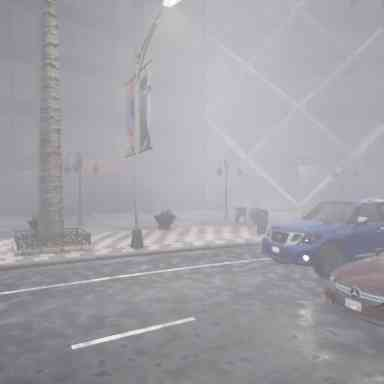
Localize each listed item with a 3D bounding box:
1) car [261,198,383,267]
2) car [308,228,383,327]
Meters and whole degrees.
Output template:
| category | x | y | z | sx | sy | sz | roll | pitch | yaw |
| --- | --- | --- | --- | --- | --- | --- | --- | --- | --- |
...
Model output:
| category | x | y | z | sx | sy | sz | roll | pitch | yaw |
| --- | --- | --- | --- | --- | --- | --- | --- | --- | --- |
| car | 4.857 | 1.220 | 10.127 | 5.566 | 2.045 | 2.150 | 0 | 0 | -22 |
| car | 4.681 | 1.525 | 6.203 | 4.674 | 1.442 | 1.812 | 0 | 0 | -24 |
